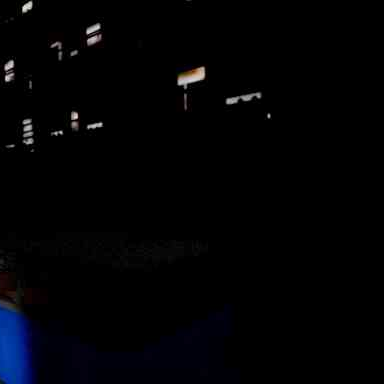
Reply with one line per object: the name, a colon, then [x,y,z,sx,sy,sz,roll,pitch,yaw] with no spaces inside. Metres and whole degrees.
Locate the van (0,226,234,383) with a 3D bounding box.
van: [-1.478,1.373,3.935,3.998,1.788,1.690,-1,-1,35]
